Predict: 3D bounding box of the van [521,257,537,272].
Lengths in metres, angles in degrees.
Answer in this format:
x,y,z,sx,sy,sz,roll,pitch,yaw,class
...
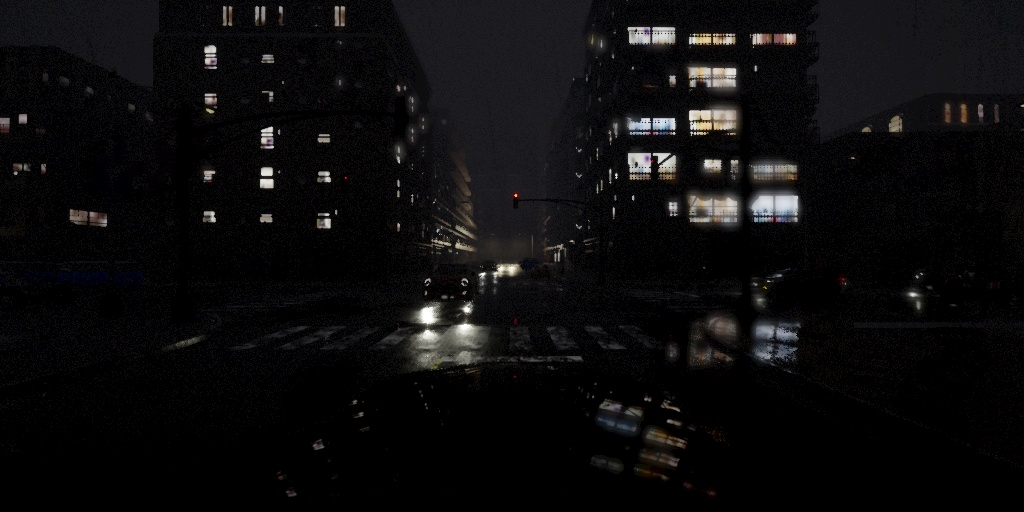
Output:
x,y,z,sx,sy,sz,roll,pitch,yaw,class
2.502,1.116,47.427,1.690,1.789,3.998,0,0,0,van

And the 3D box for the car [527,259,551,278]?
x,y,z,sx,sy,sz,roll,pitch,yaw,class
2.628,1.287,33.594,1.751,1.417,4.829,0,0,0,car

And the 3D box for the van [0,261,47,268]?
x,y,z,sx,sy,sz,roll,pitch,yaw,class
-30.444,1.200,21.706,3.998,1.789,1.690,0,0,1,van

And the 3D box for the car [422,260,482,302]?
x,y,z,sx,sy,sz,roll,pitch,yaw,class
-2.782,1.105,16.997,2.097,1.767,4.553,0,0,0,car

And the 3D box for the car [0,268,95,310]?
x,y,z,sx,sy,sz,roll,pitch,yaw,class
-19.362,1.289,13.677,4.403,1.370,2.007,0,0,1,car

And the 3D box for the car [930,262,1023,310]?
x,y,z,sx,sy,sz,roll,pitch,yaw,class
18.665,1.102,13.164,4.097,1.591,1.967,0,0,1,car

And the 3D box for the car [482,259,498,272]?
x,y,z,sx,sy,sz,roll,pitch,yaw,class
-2.842,1.282,45.506,1.837,1.490,4.892,0,0,0,car

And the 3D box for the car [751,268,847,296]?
x,y,z,sx,sy,sz,roll,pitch,yaw,class
14.691,1.303,18.642,4.181,1.385,1.994,0,-1,1,car

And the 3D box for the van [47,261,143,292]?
x,y,z,sx,sy,sz,roll,pitch,yaw,class
-24.850,1.189,21.631,3.998,1.789,1.690,0,0,1,van

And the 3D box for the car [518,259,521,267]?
x,y,z,sx,sy,sz,roll,pitch,yaw,class
2.458,1.096,53.081,2.192,1.841,5.009,0,0,0,car

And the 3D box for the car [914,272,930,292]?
x,y,z,sx,sy,sz,roll,pitch,yaw,class
23.859,1.072,18.520,4.553,1.767,2.097,0,-1,1,car
